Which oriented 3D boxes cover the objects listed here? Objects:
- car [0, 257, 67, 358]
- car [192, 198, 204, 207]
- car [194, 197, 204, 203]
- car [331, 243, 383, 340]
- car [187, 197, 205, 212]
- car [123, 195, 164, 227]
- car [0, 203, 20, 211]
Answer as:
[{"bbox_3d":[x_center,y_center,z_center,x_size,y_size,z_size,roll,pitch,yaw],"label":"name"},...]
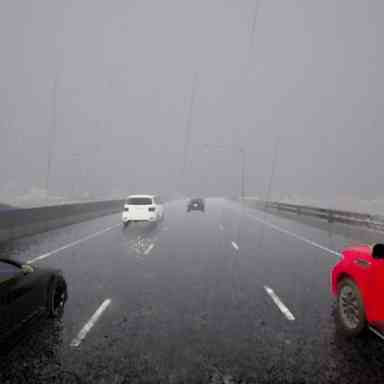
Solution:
[{"bbox_3d":[-3.380,1.565,4.706,1.994,1.385,4.181,0,0,0],"label":"car"},{"bbox_3d":[1.054,1.661,55.767,1.994,1.385,4.181,0,0,2],"label":"car"},{"bbox_3d":[1.620,1.710,73.394,1.994,1.385,4.181,0,0,3],"label":"car"},{"bbox_3d":[3.505,1.224,3.481,2.150,2.045,5.566,0,0,0],"label":"car"},{"bbox_3d":[0.491,1.546,39.816,2.163,1.488,4.792,0,0,1],"label":"car"},{"bbox_3d":[-3.226,1.235,22.875,2.150,2.045,5.566,0,0,1],"label":"car"},{"bbox_3d":[-13.877,1.488,22.957,1.882,1.535,5.008,0,0,1],"label":"car"}]
